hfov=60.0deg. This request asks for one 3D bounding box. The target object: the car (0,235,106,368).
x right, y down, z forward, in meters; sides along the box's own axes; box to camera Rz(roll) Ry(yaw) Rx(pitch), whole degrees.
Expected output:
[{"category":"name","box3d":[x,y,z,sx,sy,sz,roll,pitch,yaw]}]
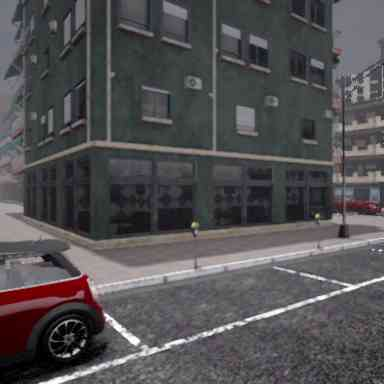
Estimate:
[{"category":"car","box3d":[-3.324,1.440,4.188,4.097,1.590,1.967,0,0,-36]}]

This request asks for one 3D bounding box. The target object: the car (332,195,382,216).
[{"category":"car","box3d":[15.065,1.245,31.536,2.192,1.841,5.009,0,0,-36]}]
